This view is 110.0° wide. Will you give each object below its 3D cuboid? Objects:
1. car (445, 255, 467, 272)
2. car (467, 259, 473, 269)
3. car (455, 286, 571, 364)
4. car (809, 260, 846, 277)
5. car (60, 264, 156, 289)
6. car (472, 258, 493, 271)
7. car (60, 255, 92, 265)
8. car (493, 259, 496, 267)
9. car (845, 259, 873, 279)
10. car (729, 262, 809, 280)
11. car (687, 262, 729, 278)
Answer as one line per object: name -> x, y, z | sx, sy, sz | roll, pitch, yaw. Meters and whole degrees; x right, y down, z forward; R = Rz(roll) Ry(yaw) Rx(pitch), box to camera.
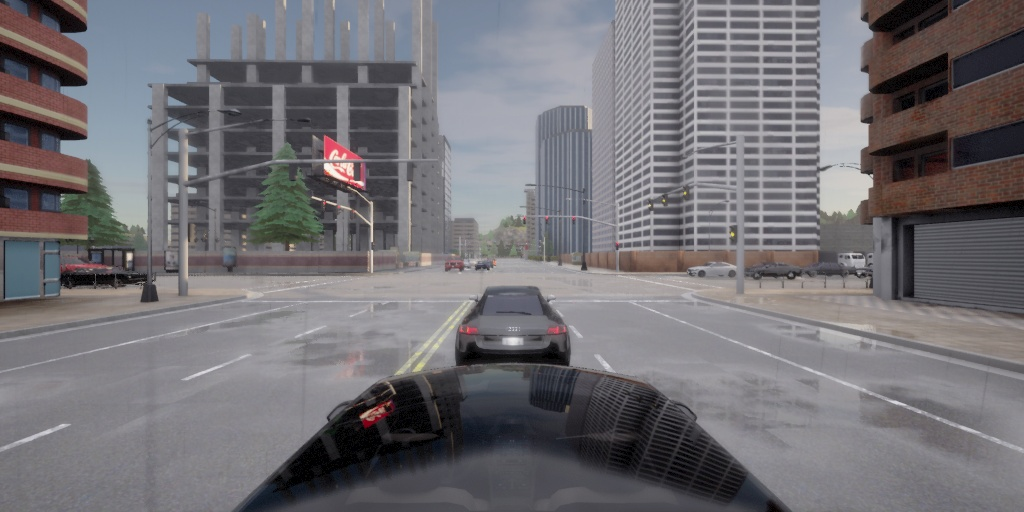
car -> -7.558, 0.971, 47.587 | 2.150, 2.045, 5.566 | 0, 0, -4
car -> -7.605, 1.275, 57.265 | 1.812, 1.442, 4.674 | 0, 0, 0
car -> 0.011, 1.314, 7.655 | 1.994, 1.385, 4.181 | 0, 0, 0
car -> 29.671, 1.297, 34.210 | 5.357, 1.411, 2.033 | 0, 0, -1
car -> -25.620, 1.351, 22.699 | 4.718, 1.301, 1.895 | 0, 0, -1
car -> -4.048, 1.351, 50.038 | 1.895, 1.301, 4.718 | 0, 0, -1
car -> -32.768, 0.971, 26.094 | 5.566, 2.045, 2.150 | 0, 0, -1
car -> -4.122, 1.314, 59.963 | 1.994, 1.385, 4.181 | 0, 0, 0
car -> 32.227, 1.241, 30.739 | 4.902, 1.511, 2.128 | 0, 0, -1
car -> 21.854, 1.241, 30.601 | 4.902, 1.511, 2.128 | 0, 0, -1
car -> 19.089, 1.276, 34.042 | 4.674, 1.442, 1.812 | 0, 0, -1
